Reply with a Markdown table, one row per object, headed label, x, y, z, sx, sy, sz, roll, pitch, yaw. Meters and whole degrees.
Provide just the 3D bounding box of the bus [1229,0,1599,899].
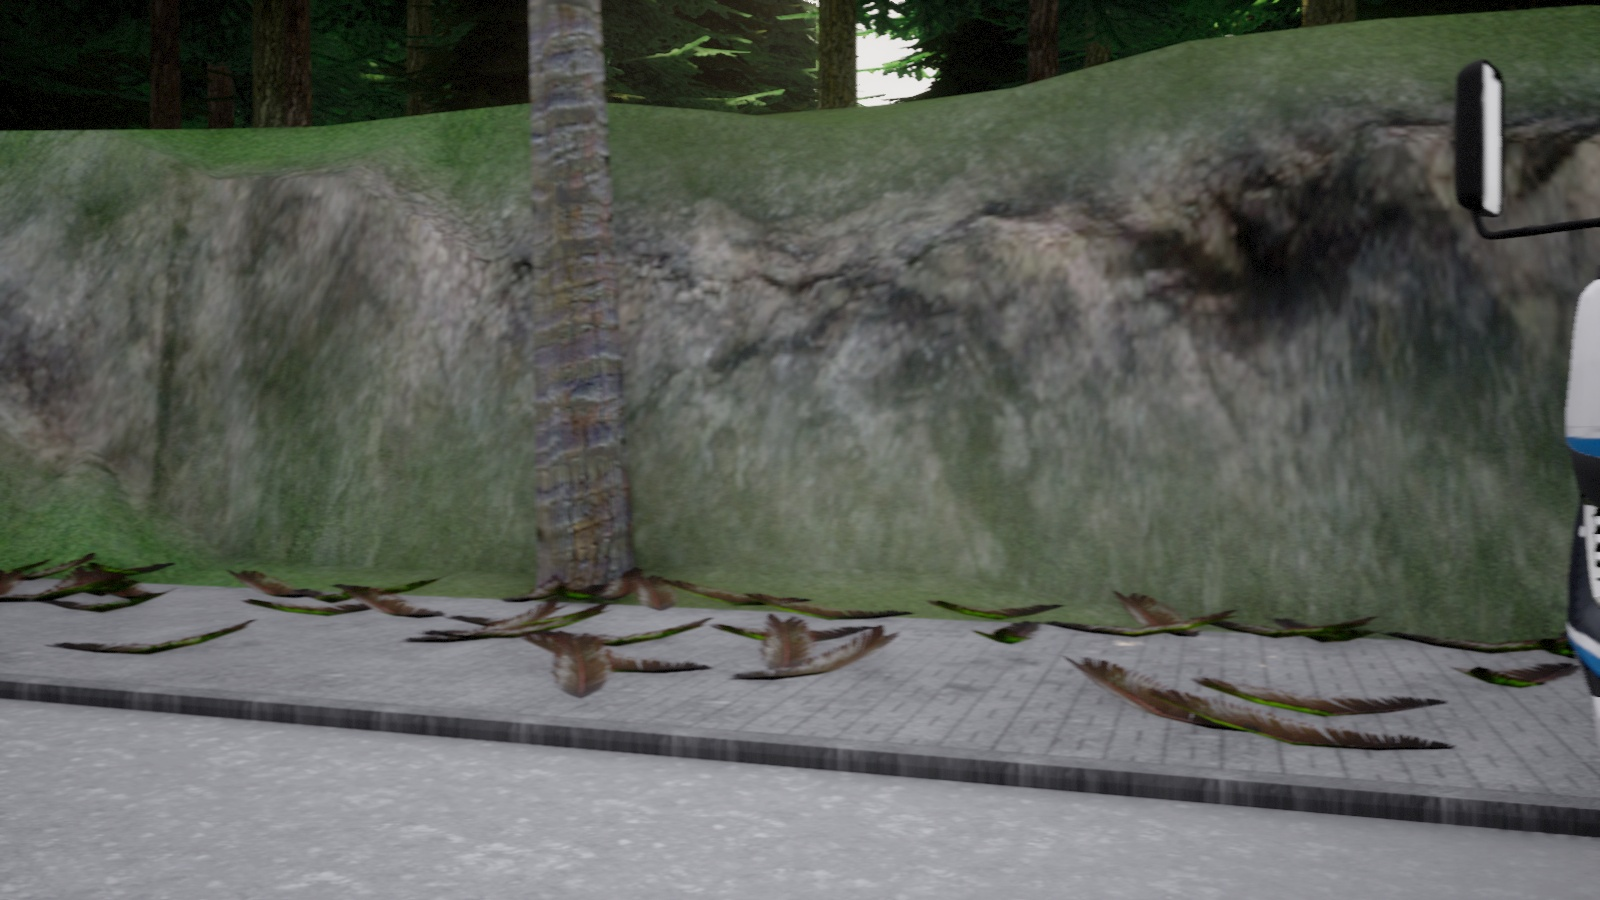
| label | x | y | z | sx | sy | sz | roll | pitch | yaw |
| --- | --- | --- | --- | --- | --- | --- | --- | --- | --- |
| bus | 6.027 | -0.554 | 1.673 | 10.273 | 4.253 | 3.944 | 1 | 1 | 19 |
